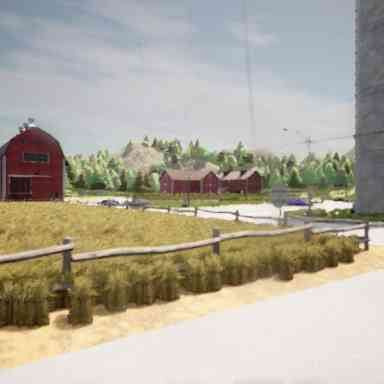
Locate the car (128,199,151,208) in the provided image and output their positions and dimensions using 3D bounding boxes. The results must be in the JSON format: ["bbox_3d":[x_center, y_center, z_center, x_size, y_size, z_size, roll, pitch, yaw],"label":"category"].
[{"bbox_3d":[-7.287,1.660,46.160,1.812,1.442,4.674,0,0,-35],"label":"car"}]

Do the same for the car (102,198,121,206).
[{"bbox_3d":[-13.305,1.698,54.417,1.994,1.385,4.181,0,0,-36],"label":"car"}]

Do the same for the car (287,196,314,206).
[{"bbox_3d":[19.192,1.797,58.687,2.242,1.667,4.611,0,0,-36],"label":"car"}]

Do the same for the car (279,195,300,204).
[{"bbox_3d":[22.685,1.715,77.659,1.932,1.855,4.605,0,0,-36],"label":"car"}]
